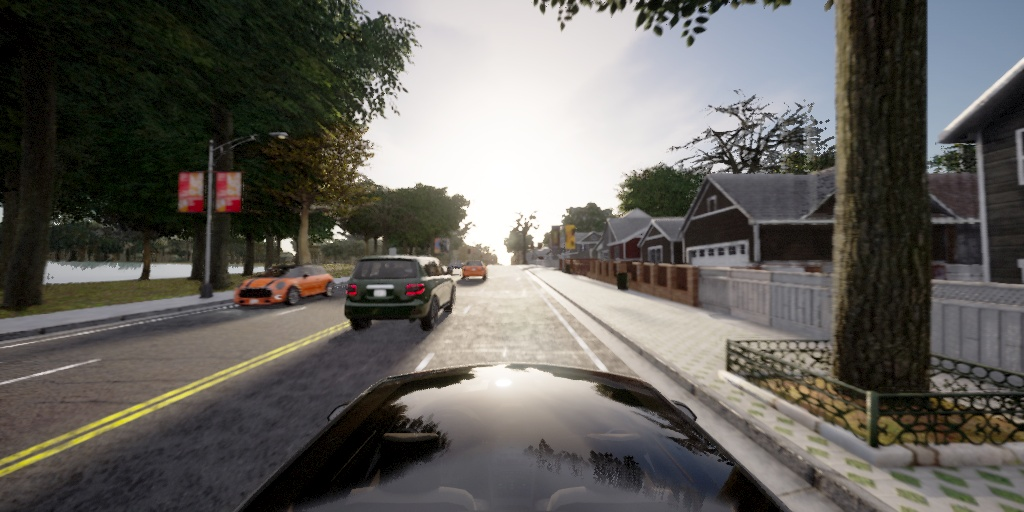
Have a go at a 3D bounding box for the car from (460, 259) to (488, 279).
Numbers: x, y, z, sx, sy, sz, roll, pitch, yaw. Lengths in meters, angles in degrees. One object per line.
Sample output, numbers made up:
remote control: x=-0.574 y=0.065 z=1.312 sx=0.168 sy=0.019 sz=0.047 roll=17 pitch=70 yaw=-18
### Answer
car: x=-3.347 y=1.181 z=33.380 sx=2.097 sy=1.767 sz=4.553 roll=0 pitch=0 yaw=0

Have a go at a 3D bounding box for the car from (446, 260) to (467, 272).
car: x=-6.769 y=1.155 z=44.022 sx=1.994 sy=1.385 sz=4.181 roll=0 pitch=0 yaw=0

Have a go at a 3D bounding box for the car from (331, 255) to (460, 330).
car: x=-3.202 y=0.994 z=11.339 sx=2.150 sy=2.045 sz=5.566 roll=0 pitch=0 yaw=0

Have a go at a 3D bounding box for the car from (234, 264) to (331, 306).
car: x=-9.932 y=1.163 z=16.032 sx=2.097 sy=1.767 sz=4.553 roll=0 pitch=0 yaw=0
